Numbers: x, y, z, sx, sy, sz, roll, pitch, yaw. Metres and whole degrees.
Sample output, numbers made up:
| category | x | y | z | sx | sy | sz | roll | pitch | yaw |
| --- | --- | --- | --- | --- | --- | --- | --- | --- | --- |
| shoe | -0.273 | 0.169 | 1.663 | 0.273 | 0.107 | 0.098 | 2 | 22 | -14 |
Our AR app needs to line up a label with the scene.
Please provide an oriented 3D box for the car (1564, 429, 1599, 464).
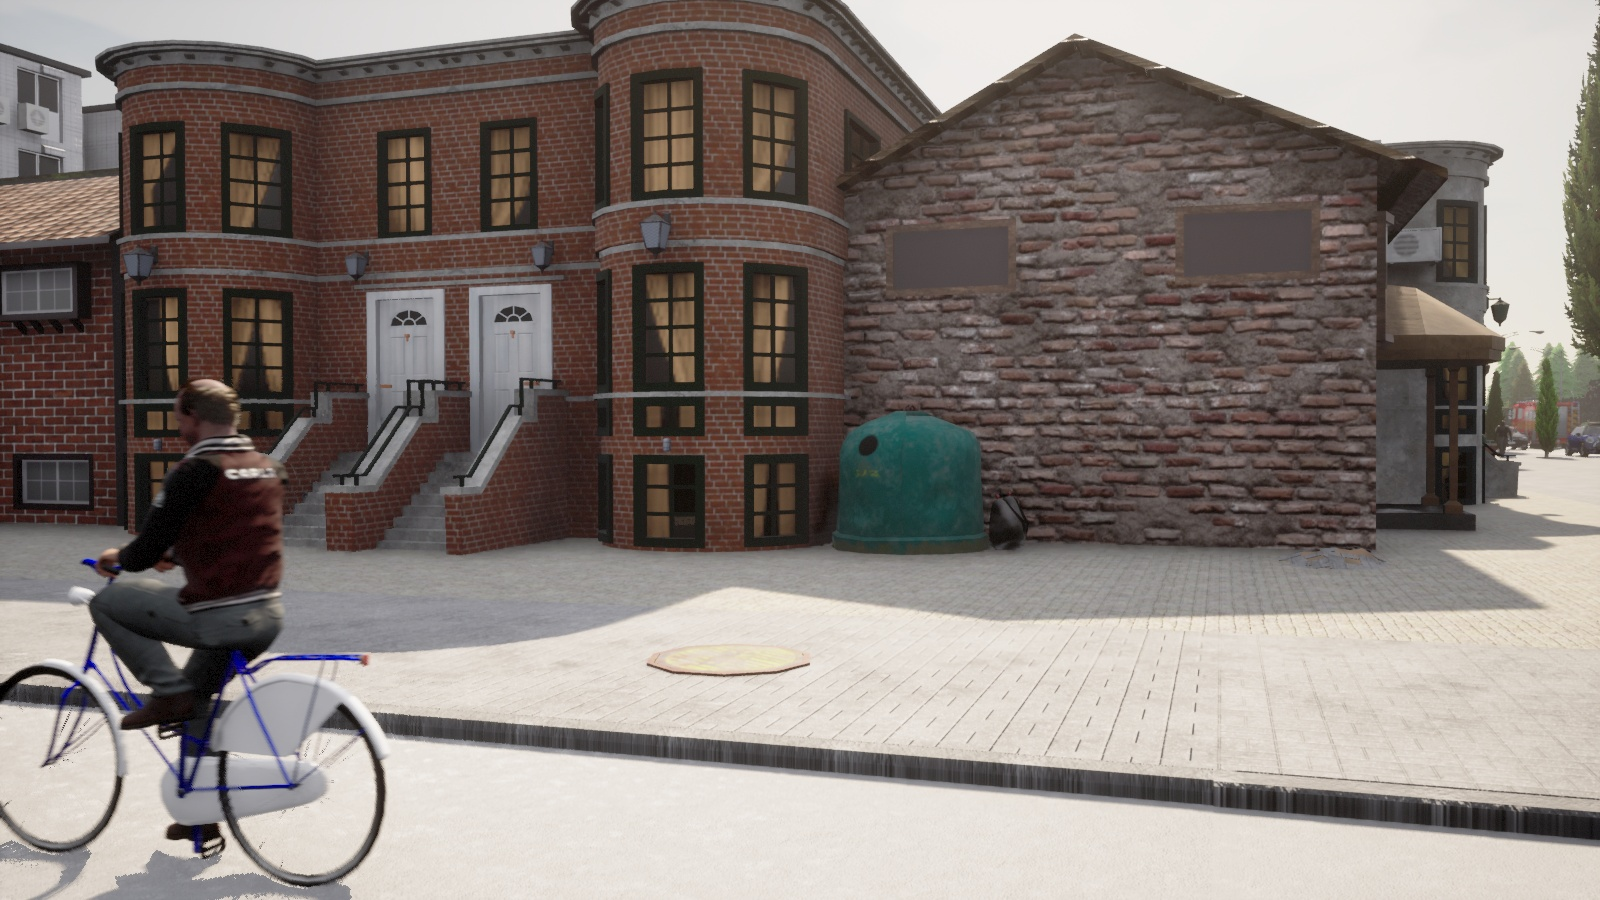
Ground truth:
| category | x | y | z | sx | sy | sz | roll | pitch | yaw |
| --- | --- | --- | --- | --- | --- | --- | --- | --- | --- |
| car | 41.543 | -0.205 | 65.344 | 2.097 | 1.767 | 4.553 | 1 | 1 | 19 |

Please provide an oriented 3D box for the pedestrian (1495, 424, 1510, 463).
| category | x | y | z | sx | sy | sz | roll | pitch | yaw |
| --- | --- | --- | --- | --- | --- | --- | --- | --- | --- |
| pedestrian | 33.831 | -0.305 | 60.478 | 0.563 | 1.883 | 0.849 | 1 | 1 | 27 |

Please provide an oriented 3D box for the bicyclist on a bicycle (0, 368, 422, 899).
| category | x | y | z | sx | sy | sz | roll | pitch | yaw |
| --- | --- | --- | --- | --- | --- | --- | --- | --- | --- |
| bicyclist on a bicycle | -2.345 | 0.616 | 4.509 | 1.843 | 1.776 | 0.659 | 1 | 1 | 19 |
